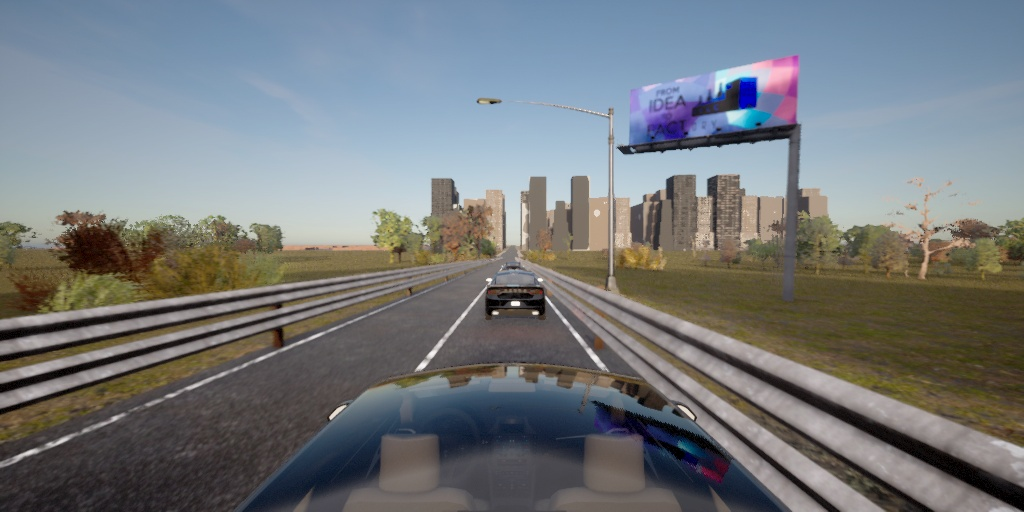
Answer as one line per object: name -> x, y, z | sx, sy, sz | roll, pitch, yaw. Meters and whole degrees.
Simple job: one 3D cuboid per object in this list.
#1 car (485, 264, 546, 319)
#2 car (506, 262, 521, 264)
car -> 0.101, 1.224, 12.803 | 1.882, 1.535, 5.008 | 0, 0, 0
car -> 0.099, 1.245, 32.393 | 1.837, 1.490, 4.892 | 0, 0, 0
